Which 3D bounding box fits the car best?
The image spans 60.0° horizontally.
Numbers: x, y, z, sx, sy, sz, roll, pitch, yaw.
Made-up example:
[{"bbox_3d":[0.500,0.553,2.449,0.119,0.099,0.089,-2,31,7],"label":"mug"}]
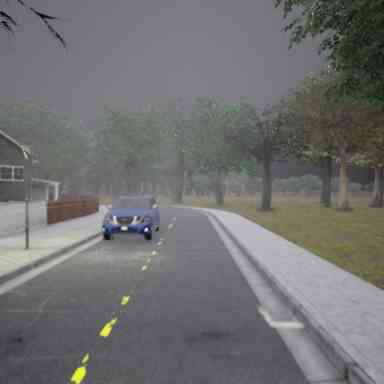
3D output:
[{"bbox_3d":[-2.848,1.160,16.747,2.150,2.045,5.566,0,0,0],"label":"car"}]
